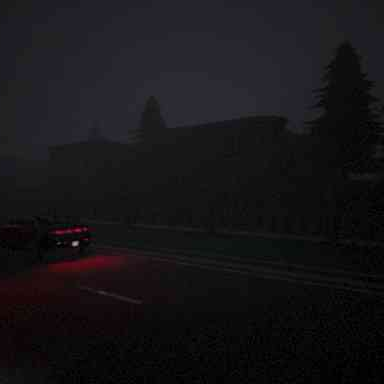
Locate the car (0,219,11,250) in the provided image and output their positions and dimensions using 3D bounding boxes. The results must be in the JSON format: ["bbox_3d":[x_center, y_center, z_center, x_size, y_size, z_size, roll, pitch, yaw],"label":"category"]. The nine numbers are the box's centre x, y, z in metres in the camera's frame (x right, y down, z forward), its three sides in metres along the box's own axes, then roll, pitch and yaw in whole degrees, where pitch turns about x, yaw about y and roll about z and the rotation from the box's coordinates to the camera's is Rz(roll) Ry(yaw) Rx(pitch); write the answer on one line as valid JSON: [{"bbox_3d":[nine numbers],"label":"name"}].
[{"bbox_3d":[-7.643,1.240,9.386,5.566,2.045,2.150,0,0,36],"label":"car"}]

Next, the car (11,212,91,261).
[{"bbox_3d":[-5.806,1.507,12.377,4.902,1.511,2.128,-1,0,36],"label":"car"}]
